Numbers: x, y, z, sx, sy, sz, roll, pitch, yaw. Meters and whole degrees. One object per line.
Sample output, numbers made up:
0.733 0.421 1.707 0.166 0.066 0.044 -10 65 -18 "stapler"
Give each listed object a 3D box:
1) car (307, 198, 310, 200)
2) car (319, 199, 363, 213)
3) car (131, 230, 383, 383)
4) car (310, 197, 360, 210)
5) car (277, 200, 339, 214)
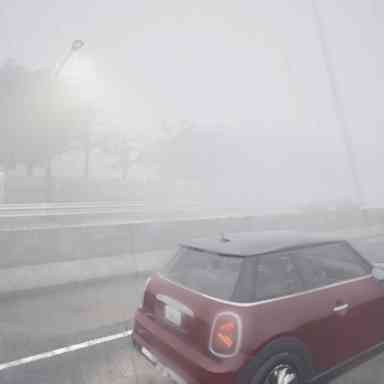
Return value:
14.326 1.479 38.939 4.902 1.511 2.128 0 0 -38 "car"
16.646 1.535 37.087 5.357 1.411 2.033 0 0 -35 "car"
1.524 1.350 4.828 4.553 1.767 2.097 0 0 -35 "car"
13.345 1.338 30.597 4.553 1.767 2.097 0 0 -35 "car"
7.452 1.514 22.157 4.674 1.442 1.812 0 0 -35 "car"
